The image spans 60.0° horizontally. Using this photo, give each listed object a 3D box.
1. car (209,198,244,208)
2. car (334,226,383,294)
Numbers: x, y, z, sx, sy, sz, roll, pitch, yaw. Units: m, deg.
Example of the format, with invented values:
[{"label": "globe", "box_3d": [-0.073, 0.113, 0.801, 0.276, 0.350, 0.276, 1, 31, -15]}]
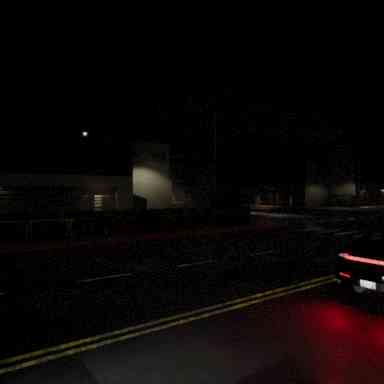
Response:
[{"label": "car", "box_3d": [3.987, 1.481, 38.631, 2.128, 1.511, 4.902, 0, 0, -36]}, {"label": "car", "box_3d": [5.218, 1.488, 7.526, 4.902, 1.511, 2.128, 0, 0, -35]}]
